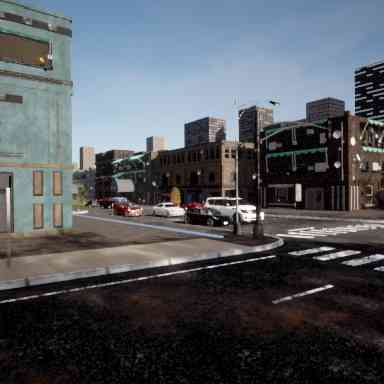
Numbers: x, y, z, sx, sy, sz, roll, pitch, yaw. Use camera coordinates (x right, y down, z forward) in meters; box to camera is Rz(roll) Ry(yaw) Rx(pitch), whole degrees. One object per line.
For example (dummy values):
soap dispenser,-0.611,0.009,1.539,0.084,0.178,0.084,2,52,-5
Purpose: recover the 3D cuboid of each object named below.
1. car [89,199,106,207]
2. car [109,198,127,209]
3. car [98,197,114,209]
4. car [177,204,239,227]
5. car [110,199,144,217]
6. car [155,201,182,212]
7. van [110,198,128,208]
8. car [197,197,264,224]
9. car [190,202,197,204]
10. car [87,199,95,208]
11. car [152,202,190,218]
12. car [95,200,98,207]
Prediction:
car,-19.384,2.226,68.145,1.887,1.381,4.507,-1,0,-36
car,-8.584,1.930,43.112,1.882,1.535,5.008,-1,0,-35
car,-13.422,2.065,55.365,1.837,1.490,4.892,-1,0,-36
car,1.079,1.814,24.891,1.947,1.339,4.313,-2,0,-36
car,-6.894,1.845,36.251,1.967,1.590,4.097,-1,0,-36
car,-3.291,1.965,45.629,1.802,1.307,4.206,-2,0,-36
van,-12.952,1.906,59.138,1.690,1.788,3.998,-1,0,-36
car,3.160,1.444,26.655,2.150,2.045,5.566,-1,0,-35
car,-0.074,1.903,41.126,1.802,1.307,4.206,-2,0,-36
car,-19.197,2.158,63.446,2.128,1.511,4.902,-1,0,-36
car,-2.541,1.861,34.640,1.812,1.442,4.674,-1,0,-35
car,-16.171,1.939,63.641,2.192,1.841,5.009,-1,0,-36
